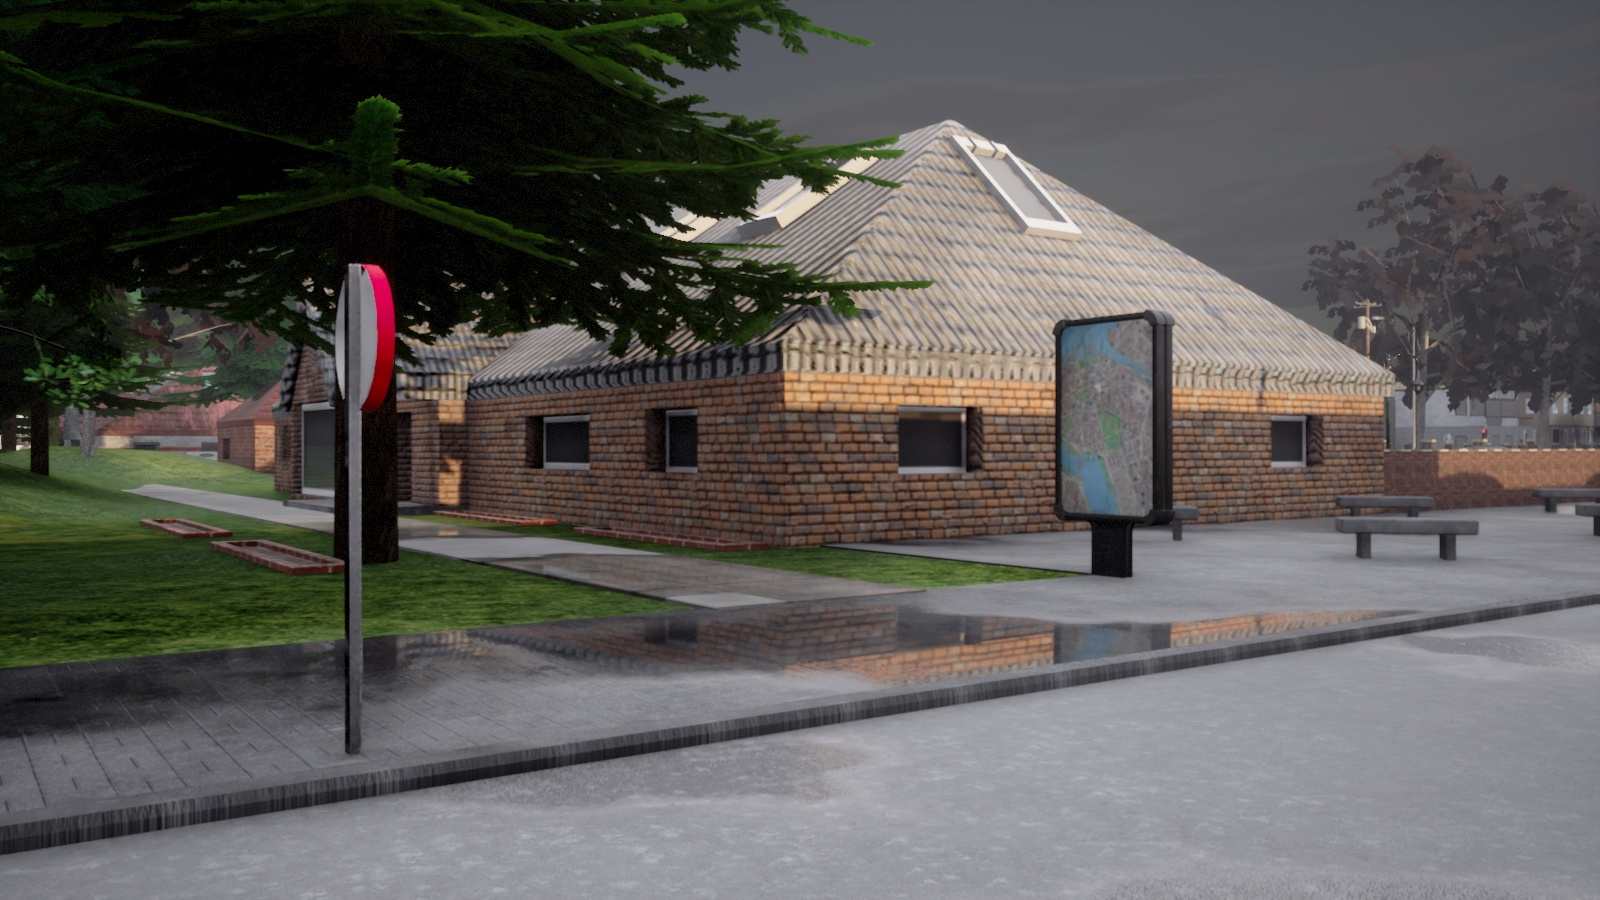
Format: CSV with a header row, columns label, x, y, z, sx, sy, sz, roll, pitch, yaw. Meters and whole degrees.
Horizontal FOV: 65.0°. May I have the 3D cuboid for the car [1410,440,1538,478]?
label,x,y,z,sx,sy,sz,roll,pitch,yaw
car,30.703,0.388,57.339,2.242,1.667,4.611,0,0,-37
